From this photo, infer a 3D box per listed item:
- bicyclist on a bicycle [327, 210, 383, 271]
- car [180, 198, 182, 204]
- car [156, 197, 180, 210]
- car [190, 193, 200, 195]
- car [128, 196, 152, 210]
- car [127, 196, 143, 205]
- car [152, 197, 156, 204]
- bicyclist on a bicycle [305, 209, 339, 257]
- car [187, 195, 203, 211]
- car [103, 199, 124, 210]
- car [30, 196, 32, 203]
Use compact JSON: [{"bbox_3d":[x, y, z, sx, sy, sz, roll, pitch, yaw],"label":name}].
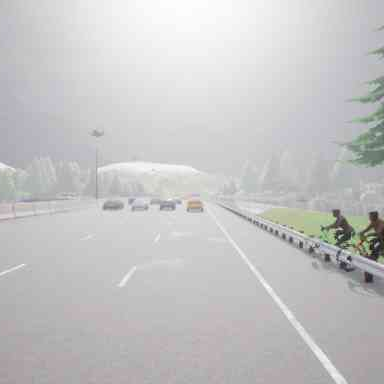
[{"bbox_3d":[4.544,1.312,8.361,1.656,1.620,0.582,12,3,-3],"label":"bicyclist on a bicycle"},{"bbox_3d":[-2.960,1.607,61.786,1.994,1.385,4.181,0,0,1],"label":"car"},{"bbox_3d":[-3.103,1.499,43.391,2.128,1.511,4.902,0,0,0],"label":"car"},{"bbox_3d":[0.510,1.246,58.102,2.150,2.045,5.566,0,0,0],"label":"car"},{"bbox_3d":[-6.612,1.533,43.015,1.812,1.442,4.674,0,0,-1],"label":"car"},{"bbox_3d":[-9.985,1.504,58.665,1.882,1.535,5.008,0,0,0],"label":"car"},{"bbox_3d":[-6.471,1.597,60.326,1.994,1.385,4.181,0,0,1],"label":"car"},{"bbox_3d":[4.449,1.358,10.266,1.656,1.620,0.582,13,3,15],"label":"bicyclist on a bicycle"},{"bbox_3d":[0.379,1.485,41.361,1.882,1.535,5.008,0,-1,0],"label":"car"},{"bbox_3d":[-10.107,1.571,43.067,1.994,1.385,4.181,0,0,0],"label":"car"},{"bbox_3d":[-31.047,1.530,63.584,1.882,1.535,5.008,0,0,0],"label":"car"}]
